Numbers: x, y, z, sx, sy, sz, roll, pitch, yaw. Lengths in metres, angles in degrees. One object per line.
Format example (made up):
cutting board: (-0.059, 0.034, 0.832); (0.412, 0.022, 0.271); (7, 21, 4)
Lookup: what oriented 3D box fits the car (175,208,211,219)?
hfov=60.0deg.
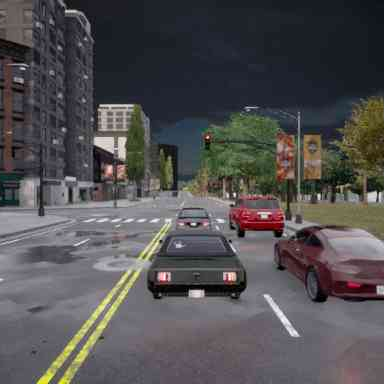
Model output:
car: (0.072, 1.544, 17.983); (2.033, 1.411, 5.357); (0, 0, 0)

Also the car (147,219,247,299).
car: (0.087, 1.599, 8.390); (1.895, 1.301, 4.718); (0, 0, 0)

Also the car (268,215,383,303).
car: (3.340, 1.524, 8.046); (1.812, 1.442, 4.674); (0, 0, 0)

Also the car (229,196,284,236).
car: (3.321, 1.218, 17.942); (2.150, 2.045, 5.566); (0, 0, 0)
